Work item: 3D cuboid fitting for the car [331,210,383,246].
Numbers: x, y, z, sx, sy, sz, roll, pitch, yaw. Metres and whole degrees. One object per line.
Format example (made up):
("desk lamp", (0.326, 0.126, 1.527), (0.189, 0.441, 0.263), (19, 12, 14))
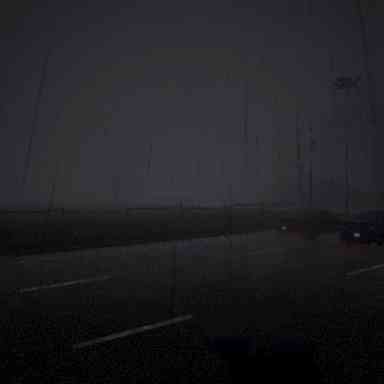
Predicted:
("car", (8.269, 1.482, 14.066), (5.008, 1.535, 1.882), (0, 0, -35))

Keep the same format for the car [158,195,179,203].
("car", (-5.309, 1.450, 69.376), (1.837, 1.490, 4.892), (0, 0, -36))

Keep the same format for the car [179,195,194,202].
("car", (-2.483, 1.490, 71.440), (2.033, 1.411, 5.357), (0, 0, -36))

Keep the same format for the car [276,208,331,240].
("car", (6.236, 1.530, 16.916), (4.674, 1.442, 1.812), (0, 0, -35))

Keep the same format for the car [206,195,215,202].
("car", (3.169, 1.475, 75.570), (1.812, 1.442, 4.674), (0, 0, -36))

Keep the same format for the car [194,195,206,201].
("car", (0.343, 1.428, 73.505), (1.882, 1.535, 5.008), (0, 0, -36))
